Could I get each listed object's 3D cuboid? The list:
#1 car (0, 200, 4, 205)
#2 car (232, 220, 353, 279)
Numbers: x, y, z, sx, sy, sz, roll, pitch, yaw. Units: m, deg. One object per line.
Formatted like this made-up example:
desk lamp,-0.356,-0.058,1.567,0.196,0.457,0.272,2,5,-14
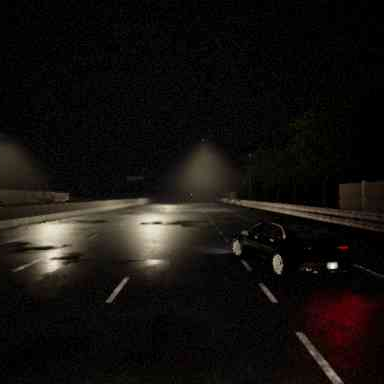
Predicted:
car,-24.636,1.474,40.183,1.837,1.490,4.892,0,-1,0
car,2.835,1.642,10.533,1.837,1.490,4.892,2,-2,-15
